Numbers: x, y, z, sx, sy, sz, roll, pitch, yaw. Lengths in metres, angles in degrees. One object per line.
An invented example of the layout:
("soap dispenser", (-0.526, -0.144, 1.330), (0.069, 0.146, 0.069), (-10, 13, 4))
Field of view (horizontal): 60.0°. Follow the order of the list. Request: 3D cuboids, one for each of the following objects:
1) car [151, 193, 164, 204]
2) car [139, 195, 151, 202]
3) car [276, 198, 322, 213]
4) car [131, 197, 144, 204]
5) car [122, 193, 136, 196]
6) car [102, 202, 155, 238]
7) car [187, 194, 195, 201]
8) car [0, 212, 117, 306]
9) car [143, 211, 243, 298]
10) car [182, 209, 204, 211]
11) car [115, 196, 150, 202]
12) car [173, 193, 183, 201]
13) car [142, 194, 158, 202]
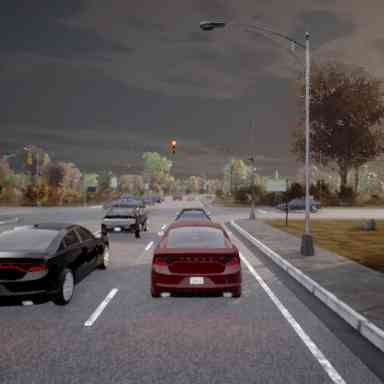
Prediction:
("car", (-7.192, 1.207, 64.515), (2.150, 2.045, 5.566), (0, 0, 1))
("car", (-10.679, 1.484, 75.869), (1.837, 1.490, 4.892), (0, 0, 0))
("car", (11.825, 1.497, 37.012), (4.892, 1.490, 1.837), (0, 0, 2))
("car", (-10.681, 1.587, 65.588), (1.895, 1.301, 4.718), (0, 0, 0))
("car", (-10.681, 1.209, 55.821), (2.150, 2.045, 5.566), (0, 0, 2))
("car", (-3.432, 1.488, 17.592), (2.128, 1.511, 4.902), (0, 0, -1))
("car", (-0.198, 1.330, 85.773), (2.097, 1.767, 4.553), (0, 0, 0))
("car", (-3.416, 1.476, 8.106), (1.882, 1.535, 5.008), (0, 0, 0))
("car", (0.082, 1.476, 8.580), (1.882, 1.535, 5.008), (0, 0, 0))
("car", (0.062, 1.560, 17.569), (1.994, 1.385, 4.181), (0, 0, 0))
("car", (-7.735, 1.483, 38.101), (4.902, 1.511, 2.128), (0, 0, 3))
("car", (-3.697, 1.199, 85.409), (2.150, 2.045, 5.566), (0, 0, 0))
("car", (-7.219, 1.552, 55.402), (1.994, 1.385, 4.181), (0, 0, -1))
